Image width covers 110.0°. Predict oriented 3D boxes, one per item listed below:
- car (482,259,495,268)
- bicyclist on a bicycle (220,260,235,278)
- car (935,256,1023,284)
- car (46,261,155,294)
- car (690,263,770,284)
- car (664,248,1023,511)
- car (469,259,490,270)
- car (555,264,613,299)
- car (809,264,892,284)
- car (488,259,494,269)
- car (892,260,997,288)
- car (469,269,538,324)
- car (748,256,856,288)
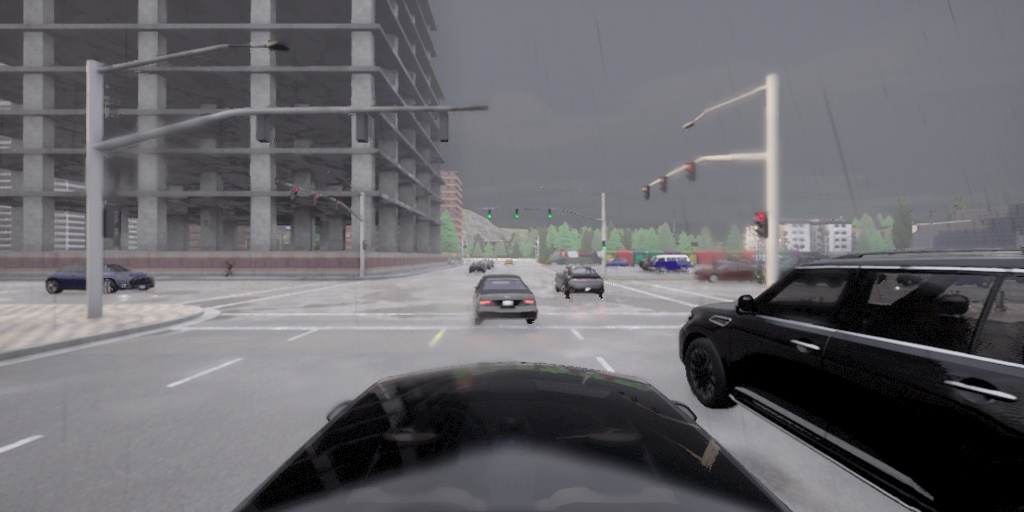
[{"bbox_3d":[-4.105,1.319,63.575,2.128,1.511,4.902,0,0,0],"label":"car"},{"bbox_3d":[-25.723,1.150,32.447,0.582,1.620,1.656,0,0,0],"label":"bicyclist on a bicycle"},{"bbox_3d":[36.733,1.050,27.715,5.566,2.045,2.150,0,0,0],"label":"car"},{"bbox_3d":[-23.325,1.186,20.468,4.553,1.767,2.097,0,0,0],"label":"car"},{"bbox_3d":[16.726,1.311,27.704,5.008,1.535,1.882,0,0,0],"label":"car"},{"bbox_3d":[3.570,0.972,2.992,2.150,2.045,5.566,0,0,0],"label":"car"},{"bbox_3d":[-4.102,1.403,43.183,1.895,1.301,4.718,0,0,0],"label":"car"},{"bbox_3d":[3.360,1.290,18.514,2.128,1.511,4.902,0,0,-1],"label":"car"},{"bbox_3d":[26.037,1.357,27.702,4.674,1.442,1.812,0,0,0],"label":"car"},{"bbox_3d":[-4.128,1.293,53.351,1.882,1.535,5.008,0,0,0],"label":"car"},{"bbox_3d":[29.060,1.178,24.213,4.553,1.767,2.097,0,0,0],"label":"car"},{"bbox_3d":[-0.397,1.326,12.090,2.033,1.411,5.357,0,-1,-6],"label":"car"},{"bbox_3d":[19.419,1.050,24.208,5.566,2.045,2.150,0,0,0],"label":"car"}]
